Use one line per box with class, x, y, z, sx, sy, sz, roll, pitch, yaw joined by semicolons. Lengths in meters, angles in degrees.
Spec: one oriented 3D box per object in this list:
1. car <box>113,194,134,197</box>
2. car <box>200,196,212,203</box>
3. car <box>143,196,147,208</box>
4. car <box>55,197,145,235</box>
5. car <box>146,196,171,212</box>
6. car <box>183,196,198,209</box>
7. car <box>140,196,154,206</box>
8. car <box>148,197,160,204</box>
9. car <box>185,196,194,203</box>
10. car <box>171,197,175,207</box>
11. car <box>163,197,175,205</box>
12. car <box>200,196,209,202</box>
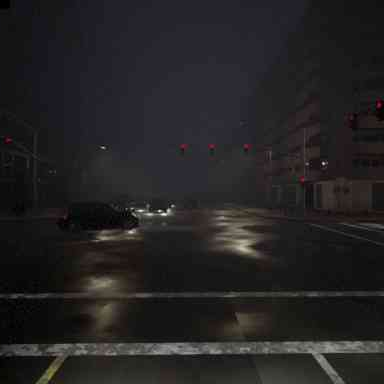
car;-7.317;1.221;35.073;2.150;2.045;5.566;0;0;0
car;3.046;1.564;68.447;1.994;1.385;4.181;0;0;0
car;-7.386;1.477;45.076;1.882;1.535;5.008;0;0;0
car;-5.409;1.370;19.252;4.553;1.767;2.097;0;0;-33
car;-3.839;1.478;38.627;1.882;1.535;5.008;0;0;0
car;-0.197;1.525;46.113;1.812;1.442;4.674;0;0;0
car;-7.447;1.505;55.388;1.837;1.490;4.892;0;0;0
car;-7.469;1.601;65.683;1.895;1.301;4.718;0;0;0
car;-0.476;1.524;71.920;1.812;1.442;4.674;0;0;0
car;-3.902;1.491;48.115;2.128;1.511;4.902;0;0;0
car;-3.961;1.564;58.130;1.994;1.385;4.181;0;0;-1
car;2.979;1.591;78.391;1.895;1.301;4.718;0;0;0
